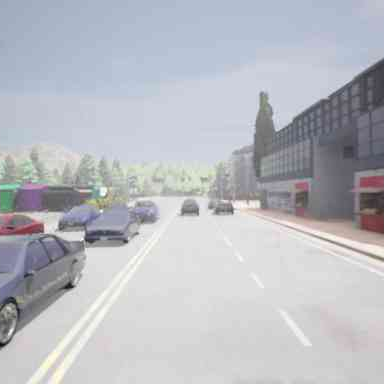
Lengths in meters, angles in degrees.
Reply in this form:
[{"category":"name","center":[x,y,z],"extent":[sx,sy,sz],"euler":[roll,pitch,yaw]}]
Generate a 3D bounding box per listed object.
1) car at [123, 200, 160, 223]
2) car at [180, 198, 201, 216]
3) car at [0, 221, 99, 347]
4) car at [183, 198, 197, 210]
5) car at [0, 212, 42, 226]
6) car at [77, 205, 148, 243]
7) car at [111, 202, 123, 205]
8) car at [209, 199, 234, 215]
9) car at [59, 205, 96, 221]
[{"category":"car","center":[-3.772,1.451,26.507],"extent":[2.097,1.767,4.553],"euler":[0,0,0]},{"category":"car","center":[-0.177,1.584,34.012],"extent":[2.128,1.511,4.902],"euler":[0,0,0]},{"category":"car","center":[-3.653,1.593,6.596],"extent":[2.033,1.411,5.357],"euler":[0,0,-1]},{"category":"car","center":[-0.280,1.631,45.611],"extent":[1.837,1.490,4.892],"euler":[0,0,0]},{"category":"car","center":[-7.203,1.564,12.209],"extent":[1.882,1.535,5.008],"euler":[0,0,0]},{"category":"car","center":[-3.735,1.620,16.672],"extent":[2.033,1.411,5.357],"euler":[0,0,0]},{"category":"car","center":[-7.271,1.705,32.700],"extent":[1.994,1.385,4.181],"euler":[0,0,1]},{"category":"car","center":[3.326,1.561,35.111],"extent":[2.128,1.511,4.902],"euler":[0,0,0]},{"category":"car","center":[-7.253,1.639,22.149],"extent":[1.812,1.442,4.674],"euler":[0,0,0]}]
